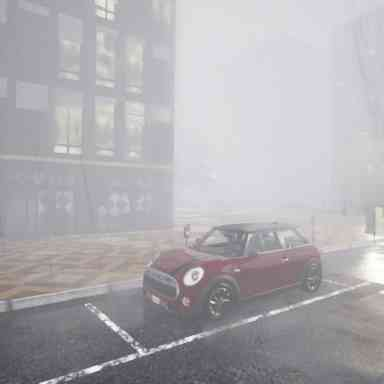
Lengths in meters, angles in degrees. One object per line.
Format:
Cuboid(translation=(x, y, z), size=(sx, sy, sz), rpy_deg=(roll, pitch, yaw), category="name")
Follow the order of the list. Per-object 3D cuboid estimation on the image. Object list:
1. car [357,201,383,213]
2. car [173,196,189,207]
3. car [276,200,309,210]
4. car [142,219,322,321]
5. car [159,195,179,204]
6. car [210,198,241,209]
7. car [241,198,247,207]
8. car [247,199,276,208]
Cuboid(translation=(21.011, 1.720, 37.637), size=(1.947, 1.339, 4.313), rpy_deg=(1, -1, -35), category="car")
Cuboid(translation=(-2.238, 1.725, 55.910), size=(1.887, 1.381, 4.507), rpy_deg=(1, -1, -35), category="car")
Cuboid(translation=(14.446, 1.797, 46.884), size=(1.802, 1.307, 4.206), rpy_deg=(1, -1, -35), category="car")
Cuboid(translation=(0.960, 1.440, 7.241), size=(4.097, 1.590, 1.967), rpy_deg=(0, 1, -36), category="car")
Cuboid(translation=(-5.248, 1.715, 74.631), size=(2.192, 1.841, 5.009), rpy_deg=(1, -1, -35), category="car")
Cuboid(translation=(4.327, 1.670, 46.662), size=(2.008, 1.369, 4.403), rpy_deg=(1, -1, -35), category="car")
Cuboid(translation=(7.881, 1.716, 56.133), size=(1.967, 1.590, 4.097), rpy_deg=(1, -1, -35), category="car")
Cuboid(translation=(11.164, 1.790, 51.509), size=(1.887, 1.381, 4.507), rpy_deg=(1, -1, -35), category="car")
